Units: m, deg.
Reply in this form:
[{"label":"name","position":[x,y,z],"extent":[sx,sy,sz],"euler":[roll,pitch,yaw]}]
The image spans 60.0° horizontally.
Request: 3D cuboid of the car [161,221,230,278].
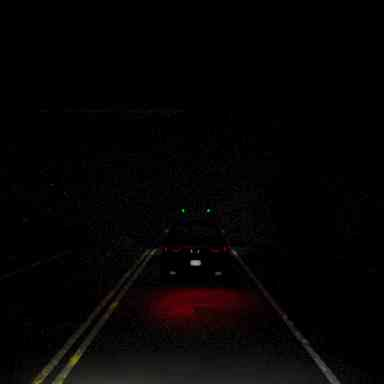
[{"label":"car","position":[0.099,1.679,10.905],"extent":[1.882,1.535,5.008],"euler":[0,-1,0]}]
